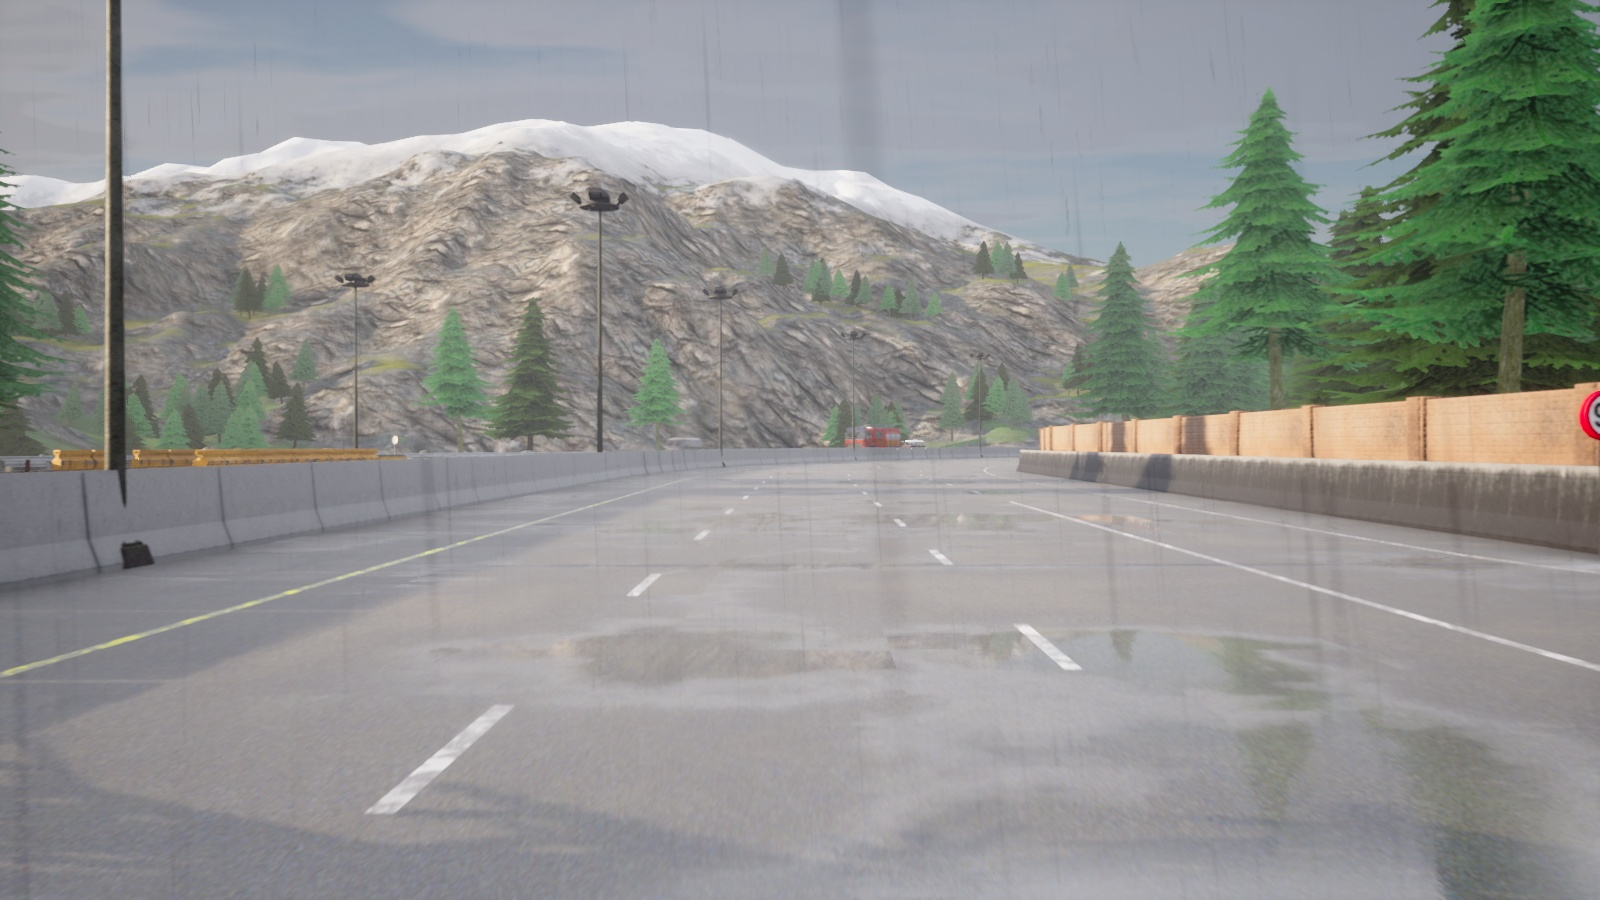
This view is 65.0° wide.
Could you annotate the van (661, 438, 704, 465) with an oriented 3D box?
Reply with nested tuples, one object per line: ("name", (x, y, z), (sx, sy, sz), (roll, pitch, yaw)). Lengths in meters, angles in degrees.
("van", (-8.572, 0.100, 91.856), (1.775, 1.987, 4.442), (0, 0, 14))
